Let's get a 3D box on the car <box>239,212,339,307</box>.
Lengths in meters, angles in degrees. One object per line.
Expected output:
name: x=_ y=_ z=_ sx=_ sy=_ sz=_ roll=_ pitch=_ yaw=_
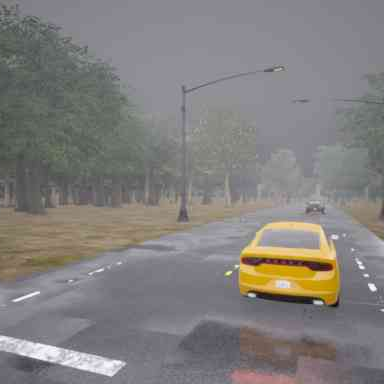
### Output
car: x=2.504 y=1.472 z=8.170 sx=1.882 sy=1.535 sz=5.008 roll=0 pitch=0 yaw=21

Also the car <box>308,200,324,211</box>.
car: x=17.068 y=1.801 z=45.709 sx=2.033 sy=1.411 sz=5.357 roll=0 pitch=-1 yaw=21

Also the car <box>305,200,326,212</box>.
car: x=13.523 y=1.622 z=36.440 sx=1.812 sy=1.442 sz=4.674 roll=0 pitch=-1 yaw=22
